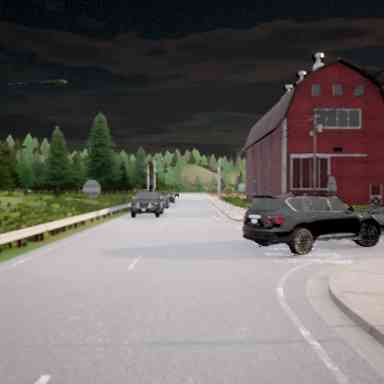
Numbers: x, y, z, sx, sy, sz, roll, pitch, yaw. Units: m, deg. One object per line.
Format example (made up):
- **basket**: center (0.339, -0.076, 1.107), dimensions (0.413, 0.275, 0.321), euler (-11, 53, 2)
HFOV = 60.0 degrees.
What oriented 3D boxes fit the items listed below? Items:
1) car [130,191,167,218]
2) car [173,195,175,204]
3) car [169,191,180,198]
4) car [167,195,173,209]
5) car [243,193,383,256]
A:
- **car**: center (-3.521, 0.908, 27.044), dimensions (2.150, 2.045, 5.566), euler (0, 1, 0)
- **car**: center (-3.472, 1.036, 48.915), dimensions (1.895, 1.301, 4.718), euler (0, 1, 0)
- **car**: center (-3.352, 0.471, 64.034), dimensions (1.895, 1.301, 4.718), euler (0, 1, 0)
- **car**: center (-3.510, 1.075, 37.193), dimensions (1.837, 1.490, 4.892), euler (0, 1, 0)
- **car**: center (4.560, 1.075, 12.616), dimensions (5.566, 2.045, 2.150), euler (0, -1, -26)
